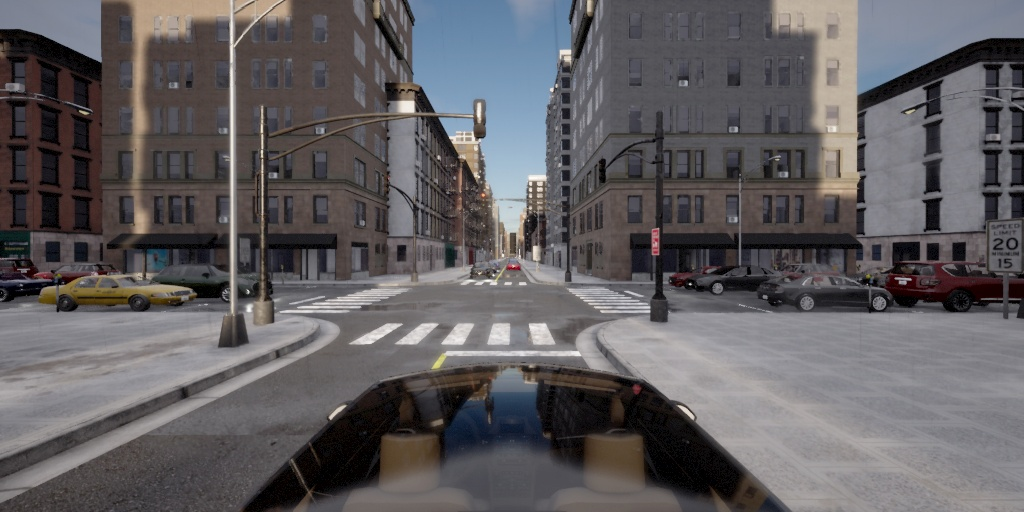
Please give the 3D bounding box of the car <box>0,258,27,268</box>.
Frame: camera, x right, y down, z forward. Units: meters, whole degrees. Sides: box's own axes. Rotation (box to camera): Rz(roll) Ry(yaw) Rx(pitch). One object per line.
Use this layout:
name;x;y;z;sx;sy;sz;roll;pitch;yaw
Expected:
car;-32.015;1.041;21.769;5.009;1.841;2.192;0;0;0

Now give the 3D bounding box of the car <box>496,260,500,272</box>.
car;-2.756;1.306;42.800;2.033;1.411;5.357;0;0;0

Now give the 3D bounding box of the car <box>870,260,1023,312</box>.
car;17.200;1.091;13.589;5.009;1.841;2.192;0;0;0

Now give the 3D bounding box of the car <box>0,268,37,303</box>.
car;-23.368;1.355;16.250;4.718;1.301;1.895;0;0;0

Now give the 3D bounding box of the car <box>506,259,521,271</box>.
car;0.205;1.325;50.302;1.994;1.385;4.181;0;0;0

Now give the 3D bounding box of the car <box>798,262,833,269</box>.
car;17.225;1.177;21.614;4.097;1.591;1.967;0;0;0

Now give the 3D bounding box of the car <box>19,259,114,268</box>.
car;-26.353;1.167;21.751;4.097;1.591;1.967;0;0;0

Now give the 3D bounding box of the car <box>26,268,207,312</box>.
car;-14.885;1.294;13.690;4.829;1.417;1.751;0;0;0

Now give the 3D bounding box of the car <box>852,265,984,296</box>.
car;21.400;1.256;19.061;4.892;1.490;1.837;0;0;0

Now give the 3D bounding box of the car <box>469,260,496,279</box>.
car;-2.779;1.260;33.003;1.837;1.490;4.892;0;0;0

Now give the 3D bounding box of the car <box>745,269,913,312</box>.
car;11.790;1.325;13.606;4.403;1.370;2.007;0;0;0

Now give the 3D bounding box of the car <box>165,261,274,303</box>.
car;-13.492;1.108;16.259;4.553;1.767;2.097;0;0;-1

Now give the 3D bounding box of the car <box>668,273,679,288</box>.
car;11.816;1.281;21.631;4.507;1.381;1.888;0;0;0

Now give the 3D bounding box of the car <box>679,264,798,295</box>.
car;11.918;1.253;19.088;4.892;1.490;1.837;0;0;0
